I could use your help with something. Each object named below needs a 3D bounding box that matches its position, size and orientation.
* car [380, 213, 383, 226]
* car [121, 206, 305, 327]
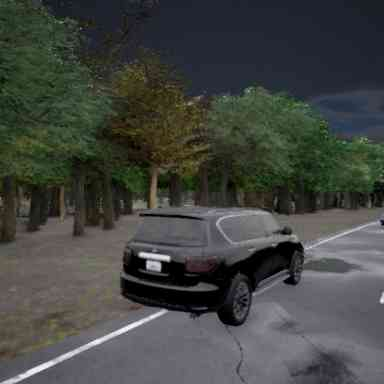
[{"bbox_3d":[16.811,2.018,27.311,2.033,1.411,5.357,0,-1,39],"label":"car"},{"bbox_3d":[0.871,1.349,7.687,2.150,2.045,5.566,0,-1,34],"label":"car"}]
